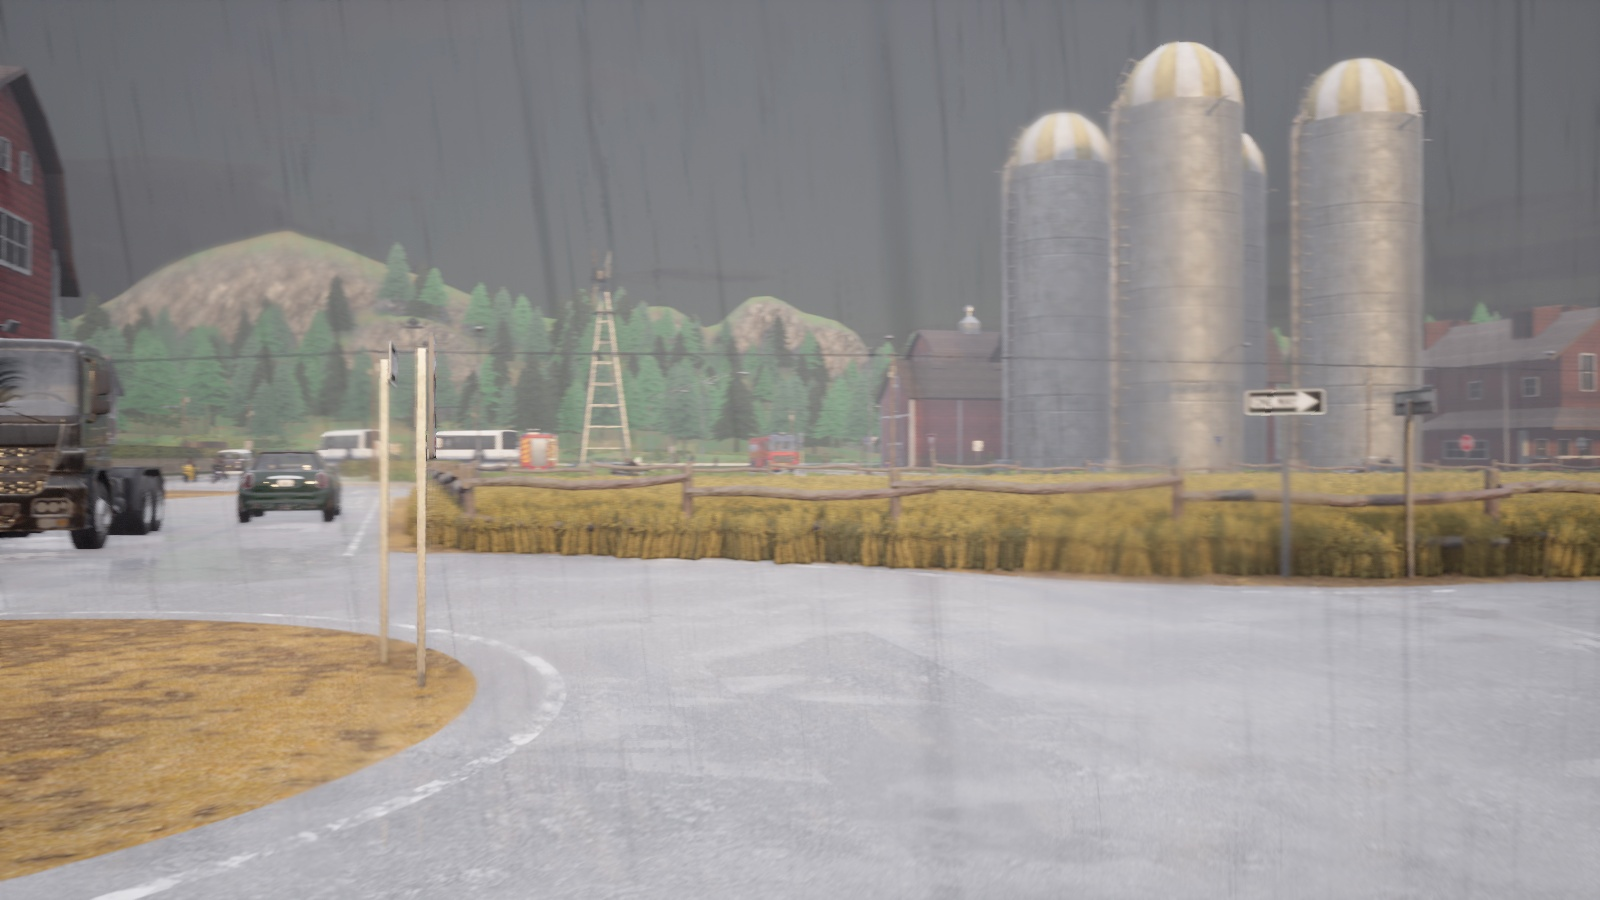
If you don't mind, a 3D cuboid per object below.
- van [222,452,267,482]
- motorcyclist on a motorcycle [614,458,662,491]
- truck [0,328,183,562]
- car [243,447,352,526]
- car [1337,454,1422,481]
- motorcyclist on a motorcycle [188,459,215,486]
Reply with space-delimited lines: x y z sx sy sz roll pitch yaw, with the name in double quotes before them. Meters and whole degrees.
"van" -37.943 1.145 85.851 2.069 2.038 4.480 0 0 -14
"motorcyclist on a motorcycle" -7.658 1.161 59.415 2.191 1.530 0.866 0 0 -14
"truck" -13.229 -0.044 22.246 2.891 3.462 7.936 0 0 -17
"car" -12.141 0.839 30.636 2.097 1.767 4.553 0 0 -17
"car" 31.887 0.962 69.144 3.806 1.475 1.970 0 0 -14
"motorcyclist on a motorcycle" -35.199 1.321 73.859 0.797 1.523 2.044 0 0 -7
